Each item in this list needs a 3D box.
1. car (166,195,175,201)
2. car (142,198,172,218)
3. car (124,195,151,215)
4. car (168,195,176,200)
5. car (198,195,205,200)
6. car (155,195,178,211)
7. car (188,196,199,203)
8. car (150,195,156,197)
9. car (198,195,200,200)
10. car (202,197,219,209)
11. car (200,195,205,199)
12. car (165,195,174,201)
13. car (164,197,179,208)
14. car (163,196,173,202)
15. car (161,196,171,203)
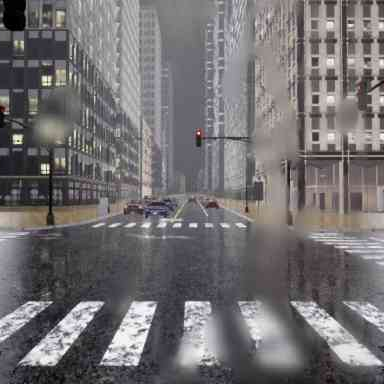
[{"bbox_3d":[-5.693,1.587,89.546,2.008,1.369,4.403,1,0,0],"label":"car"},{"bbox_3d":[-3.104,1.537,30.328,1.812,1.442,4.674,0,0,0],"label":"car"},{"bbox_3d":[-5.680,1.453,33.794,1.967,1.590,4.097,1,0,0],"label":"car"},{"bbox_3d":[-5.694,1.605,95.121,1.947,1.339,4.313,1,0,0],"label":"car"},{"bbox_3d":[2.687,1.584,95.204,1.887,1.381,4.507,1,0,0],"label":"car"},{"bbox_3d":[-3.104,1.520,40.670,1.837,1.490,4.892,0,0,0],"label":"car"},{"bbox_3d":[0.071,1.574,70.510,2.033,1.411,5.357,0,0,0],"label":"car"},{"bbox_3d":[-5.680,1.332,44.945,2.192,1.841,5.009,1,0,0],"label":"car"},{"bbox_3d":[2.692,1.590,61.741,1.947,1.339,4.313,1,0,0],"label":"car"},{"bbox_3d":[2.695,1.599,45.008,1.802,1.307,4.206,1,0,0],"label":"car"},{"bbox_3d":[2.695,1.547,56.334,1.752,1.417,4.829,1,0,0],"label":"car"},{"bbox_3d":[-5.692,1.578,83.970,1.887,1.381,4.507,1,0,0],"label":"car"},{"bbox_3d":[-3.105,1.567,51.058,2.033,1.411,5.357,0,0,0],"label":"car"},{"bbox_3d":[-5.690,1.582,78.395,2.008,1.369,4.403,1,0,0],"label":"car"},{"bbox_3d":[-5.689,1.573,72.820,1.887,1.381,4.507,1,0,0],"label":"car"}]
